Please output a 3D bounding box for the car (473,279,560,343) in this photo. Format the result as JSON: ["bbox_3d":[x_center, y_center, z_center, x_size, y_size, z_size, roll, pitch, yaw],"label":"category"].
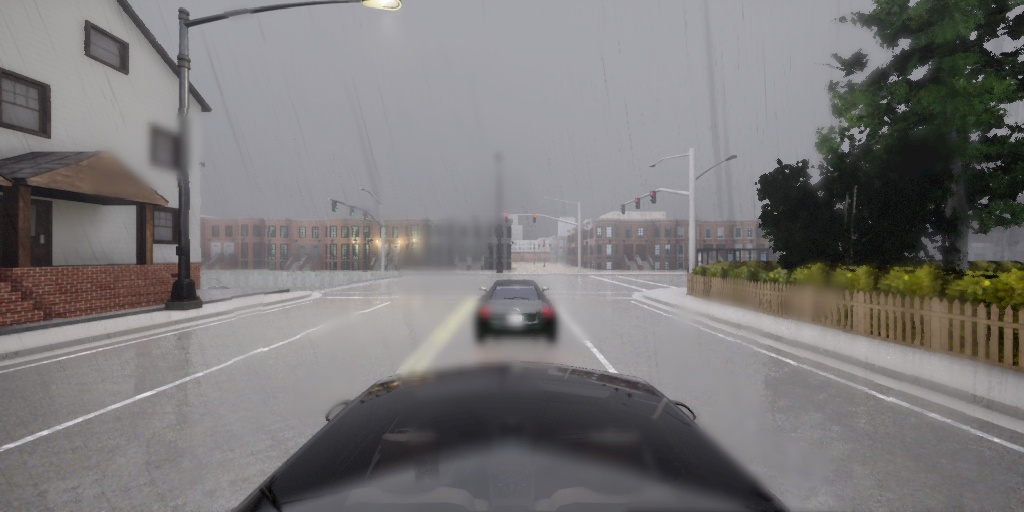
[{"bbox_3d":[0.099,1.314,9.657,1.994,1.385,4.181,0,0,0],"label":"car"}]

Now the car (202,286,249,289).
[{"bbox_3d":[-22.438,3.308,26.907,5.566,2.045,2.150,-13,1,-1],"label":"car"}]
